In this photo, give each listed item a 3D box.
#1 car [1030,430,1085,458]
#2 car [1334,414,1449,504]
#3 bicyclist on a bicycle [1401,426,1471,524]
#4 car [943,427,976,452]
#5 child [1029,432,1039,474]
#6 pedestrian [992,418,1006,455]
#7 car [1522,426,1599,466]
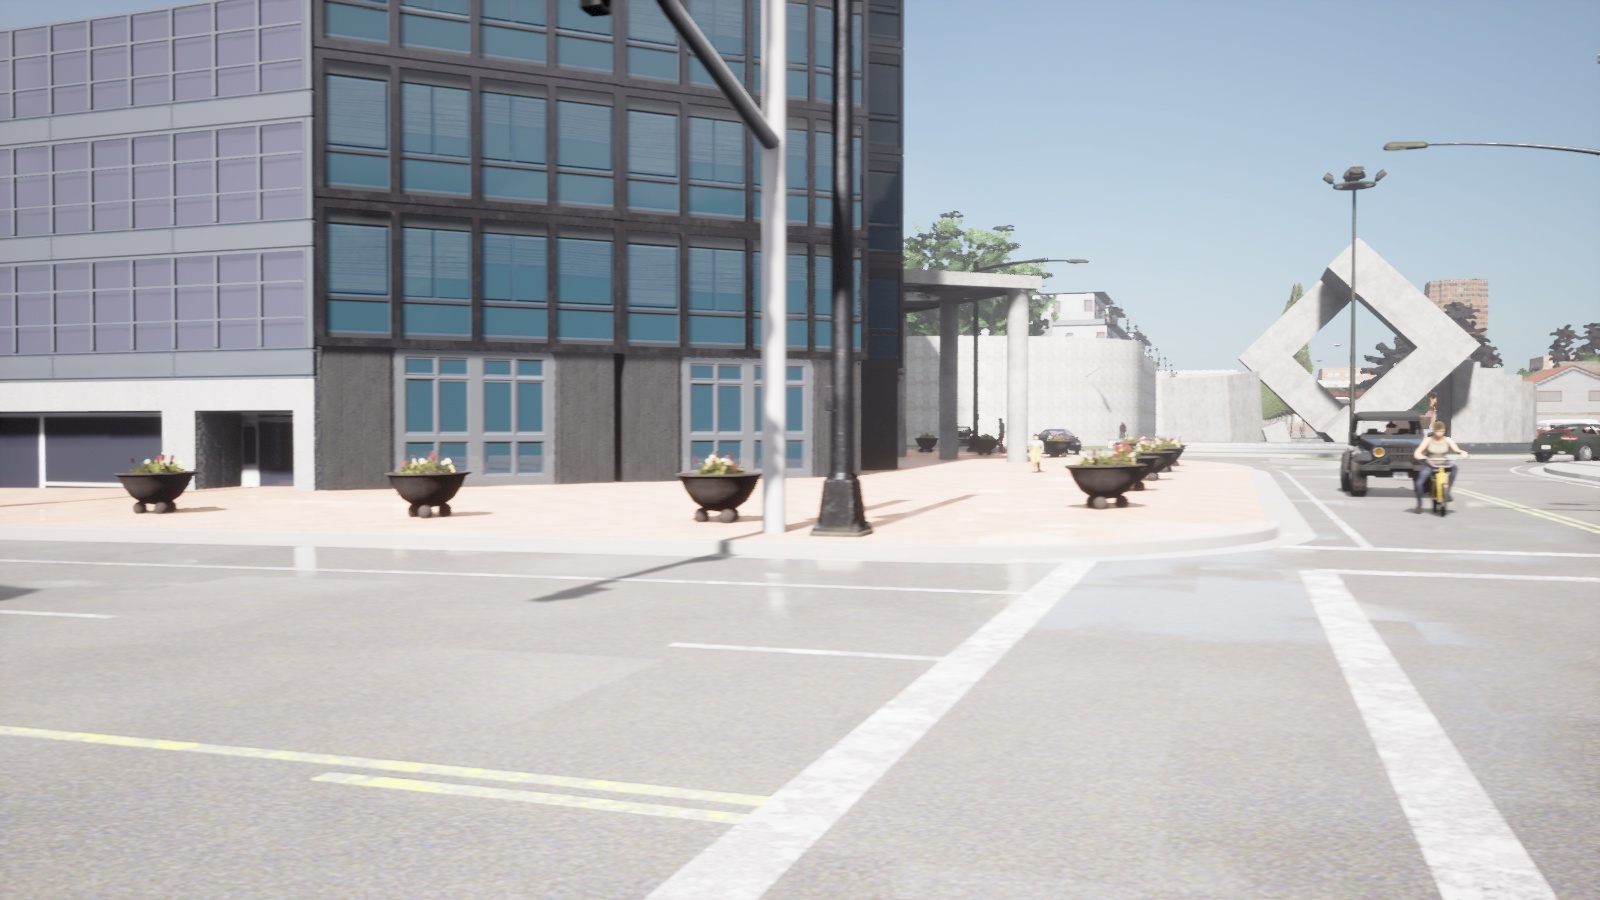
[{"bbox_3d":[14.071,-0.366,69.007,2.033,1.411,5.357,1,1,1],"label":"car"},{"bbox_3d":[13.260,0.150,28.370,1.905,1.878,3.866,1,1,19],"label":"car"},{"bbox_3d":[10.959,0.399,21.699,0.866,1.612,1.509,1,1,19],"label":"bicyclist on a bicycle"},{"bbox_3d":[10.302,-0.692,80.898,1.789,1.549,3.705,1,1,12],"label":"car"},{"bbox_3d":[7.088,0.091,38.062,0.270,1.263,0.437,1,1,12],"label":"child"},{"bbox_3d":[9.919,-0.670,62.597,0.614,1.847,0.353,1,1,31],"label":"pedestrian"},{"bbox_3d":[33.631,-0.184,53.556,5.027,1.651,2.152,0,1,-20],"label":"car"}]
